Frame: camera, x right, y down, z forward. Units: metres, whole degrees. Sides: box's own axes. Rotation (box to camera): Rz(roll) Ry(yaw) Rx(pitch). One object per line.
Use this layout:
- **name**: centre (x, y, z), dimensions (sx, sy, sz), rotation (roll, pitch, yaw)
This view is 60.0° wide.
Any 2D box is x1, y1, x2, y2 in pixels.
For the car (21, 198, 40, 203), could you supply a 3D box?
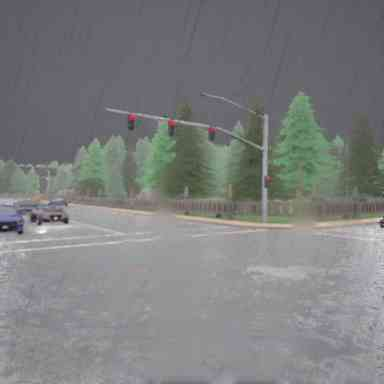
- **car**: centre (-16.311, 1.543, 32.385), dimensions (2.033, 1.411, 5.357), rotation (1, 0, -35)

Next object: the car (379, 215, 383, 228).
- **car**: centre (14.548, 1.708, 22.447), dimensions (4.674, 1.442, 1.812), rotation (1, 0, -35)

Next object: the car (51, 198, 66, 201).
- **car**: centre (-19.920, 1.556, 49.702), dimensions (1.812, 1.442, 4.674), rotation (1, 0, -35)

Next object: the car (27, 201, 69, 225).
- **car**: centre (-10.279, 1.573, 23.921), dimensions (1.994, 1.385, 4.181), rotation (1, 0, -36)

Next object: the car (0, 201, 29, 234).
- **car**: centre (-10.642, 1.465, 18.415), dimensions (1.882, 1.535, 5.008), rotation (1, 0, -36)

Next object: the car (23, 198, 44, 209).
- **car**: centre (-22.693, 1.567, 47.563), dimensions (1.994, 1.385, 4.181), rotation (1, 0, -36)
